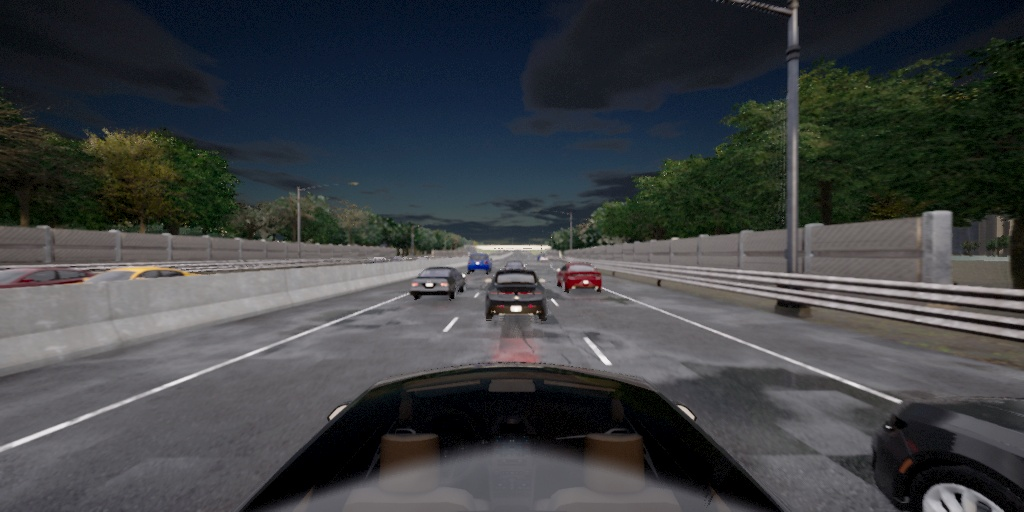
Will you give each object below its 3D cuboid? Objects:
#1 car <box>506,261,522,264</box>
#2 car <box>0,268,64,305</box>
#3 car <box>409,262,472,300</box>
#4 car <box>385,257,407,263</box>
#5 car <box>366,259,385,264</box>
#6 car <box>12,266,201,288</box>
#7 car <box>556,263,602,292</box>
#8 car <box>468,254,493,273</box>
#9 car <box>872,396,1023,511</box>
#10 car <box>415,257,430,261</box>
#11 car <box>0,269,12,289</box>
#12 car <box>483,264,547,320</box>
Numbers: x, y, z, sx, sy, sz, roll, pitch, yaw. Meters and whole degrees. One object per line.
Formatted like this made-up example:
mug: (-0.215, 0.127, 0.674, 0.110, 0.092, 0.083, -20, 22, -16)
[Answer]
car: (0.211, 1.123, 32.020, 2.033, 1.411, 5.357, 0, 0, 0)
car: (-21.075, 1.241, 13.975, 1.994, 1.385, 4.181, 0, 0, 0)
car: (-3.372, 1.208, 17.112, 2.033, 1.411, 5.357, 0, 0, 0)
car: (-17.246, 1.047, 54.896, 1.895, 1.301, 4.718, 0, 0, 1)
car: (-20.735, 1.044, 55.323, 1.895, 1.301, 4.718, 0, 0, 1)
car: (-14.078, 1.159, 13.328, 1.882, 1.535, 5.008, 0, 0, 0)
car: (3.646, 1.121, 20.134, 1.882, 1.535, 5.008, 0, 0, 0)
car: (-3.257, 0.770, 36.775, 2.150, 2.045, 5.566, 0, 0, 0)
car: (3.602, 1.263, 0.617, 1.837, 1.490, 4.892, 0, 1, 0)
car: (-13.751, 0.924, 54.830, 1.882, 1.535, 5.008, 0, 0, 1)
car: (-17.567, 1.161, 12.995, 1.882, 1.535, 5.008, 0, 0, 0)
car: (0.119, 1.193, 12.312, 1.837, 1.490, 4.892, 0, 0, 0)
